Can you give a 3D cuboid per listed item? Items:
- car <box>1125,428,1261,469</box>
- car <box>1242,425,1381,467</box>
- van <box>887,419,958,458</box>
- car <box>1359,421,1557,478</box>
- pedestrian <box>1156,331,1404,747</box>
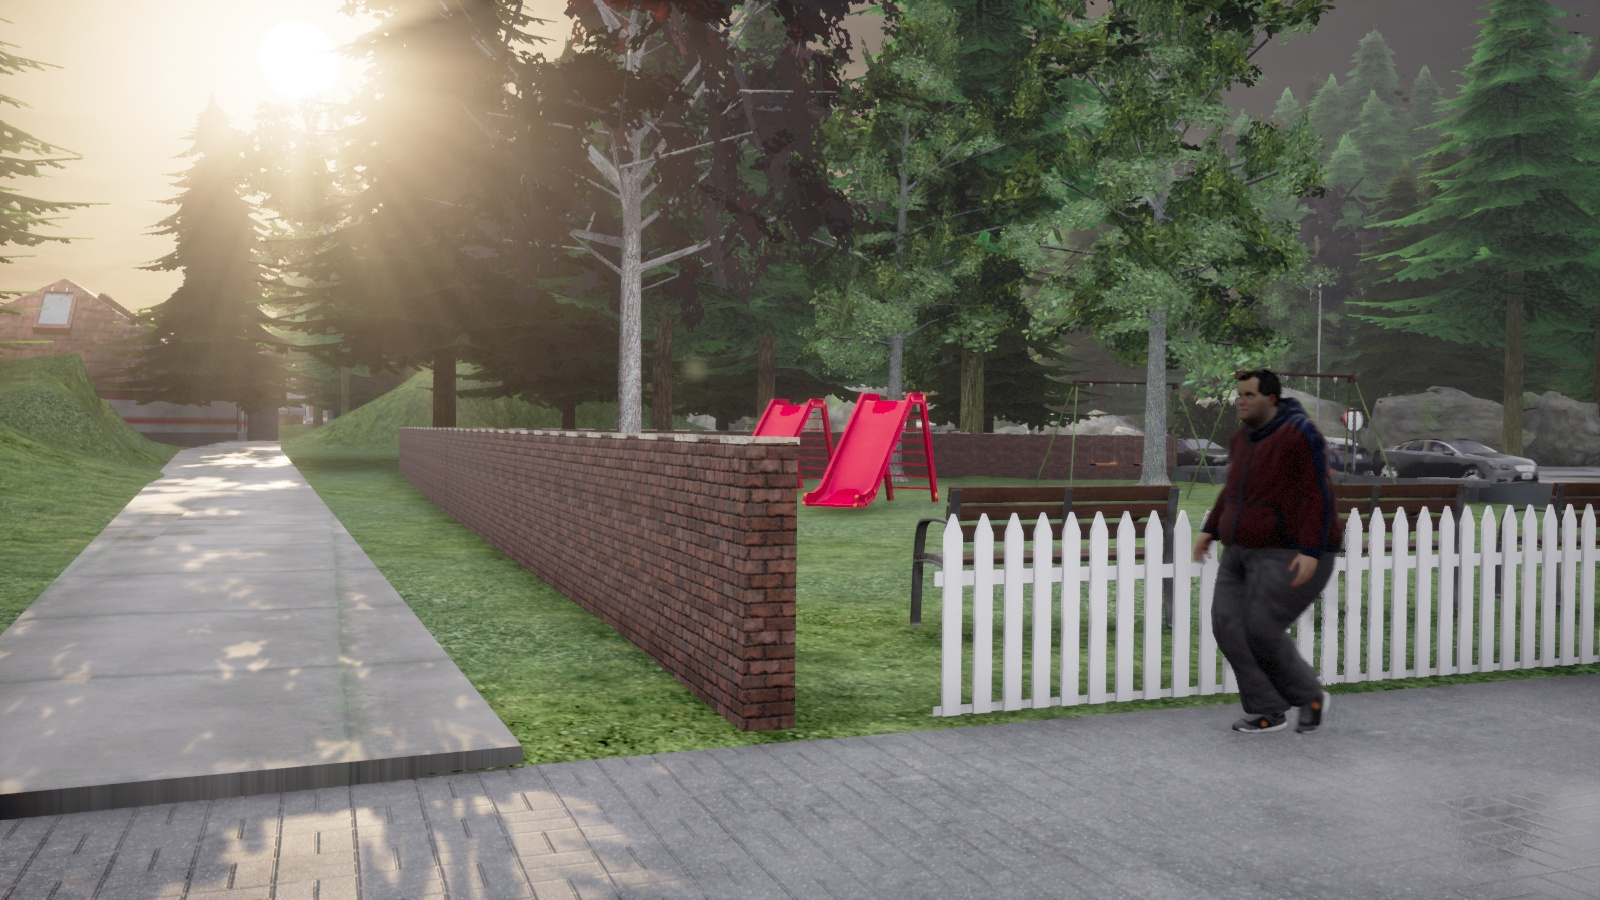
[{"bbox_3d":[14.760,-0.087,47.496,2.033,1.411,5.357,-1,1,-21],"label":"car"},{"bbox_3d":[19.133,-0.178,47.250,2.163,1.488,4.792,-1,1,-21],"label":"car"},{"bbox_3d":[6.656,-0.672,68.783,2.069,2.038,4.480,-1,1,-21],"label":"van"},{"bbox_3d":[18.962,-0.044,36.465,2.128,1.511,4.902,-1,1,-21],"label":"car"},{"bbox_3d":[2.280,0.385,5.999,0.899,1.844,0.634,-1,1,-18],"label":"pedestrian"}]
